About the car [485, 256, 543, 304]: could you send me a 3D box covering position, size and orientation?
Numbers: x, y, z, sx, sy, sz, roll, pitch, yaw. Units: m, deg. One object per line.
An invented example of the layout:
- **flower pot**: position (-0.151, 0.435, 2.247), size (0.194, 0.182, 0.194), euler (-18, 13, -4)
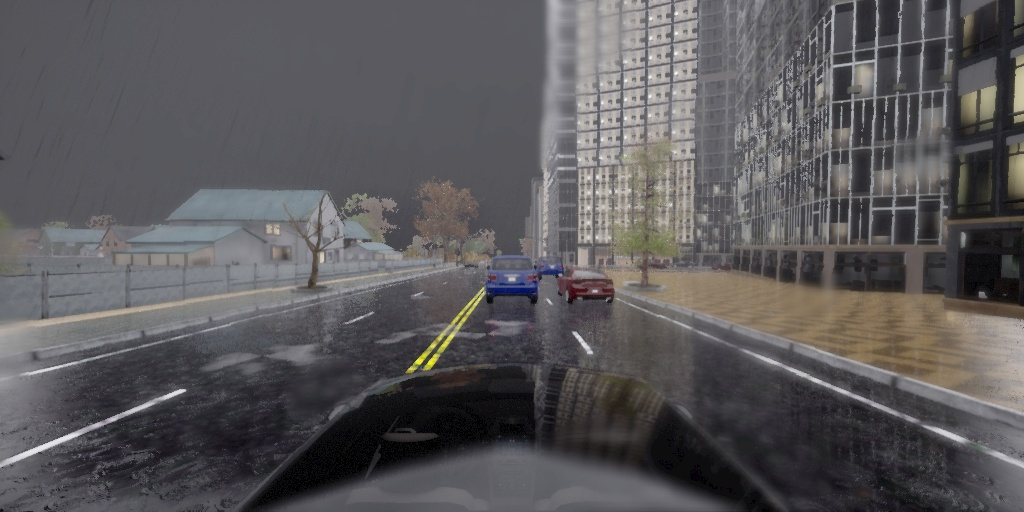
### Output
- **car**: position (0.000, 1.001, 16.534), size (2.150, 2.045, 5.566), euler (0, 0, 0)

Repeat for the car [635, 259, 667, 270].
- **car**: position (23.016, 1.411, 59.566), size (5.009, 1.841, 2.192), euler (0, 0, 20)

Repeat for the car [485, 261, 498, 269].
- **car**: position (-3.249, 1.417, 57.432), size (1.895, 1.301, 4.718), euler (0, 0, 0)

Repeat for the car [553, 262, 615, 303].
- **car**: position (3.250, 1.228, 16.506), size (1.882, 1.535, 5.008), euler (0, 0, 0)

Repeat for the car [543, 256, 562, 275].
- **car**: position (3.251, 1.002, 31.540), size (2.150, 2.045, 5.566), euler (0, 0, 0)

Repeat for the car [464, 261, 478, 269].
- **car**: position (-6.499, 1.417, 57.432), size (1.895, 1.301, 4.718), euler (0, 0, 0)

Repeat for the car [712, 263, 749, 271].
- **car**: position (33.662, 1.730, 55.667), size (4.507, 1.381, 1.888), euler (0, 0, 20)
